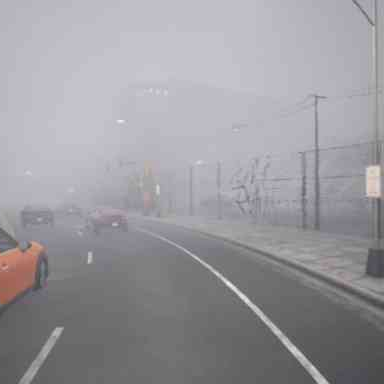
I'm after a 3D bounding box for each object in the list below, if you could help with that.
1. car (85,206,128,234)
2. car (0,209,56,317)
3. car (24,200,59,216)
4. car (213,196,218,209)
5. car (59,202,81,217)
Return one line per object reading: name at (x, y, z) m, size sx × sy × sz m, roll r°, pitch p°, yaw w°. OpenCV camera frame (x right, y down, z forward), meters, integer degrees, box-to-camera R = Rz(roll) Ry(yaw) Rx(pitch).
car at (-5.100, 1.567, 19.718) m, size 1.812 × 1.442 × 4.674 m, roll 0°, pitch 0°, yaw -26°
car at (-4.271, 1.381, 6.146) m, size 2.097 × 1.767 × 4.553 m, roll 0°, pitch 0°, yaw -8°
car at (-10.582, 1.554, 22.635) m, size 1.882 × 1.535 × 5.008 m, roll 0°, pitch 0°, yaw -29°
car at (3.044, 1.259, 42.769) m, size 2.185 × 1.767 × 4.553 m, roll 0°, pitch 0°, yaw -31°
car at (-12.044, 1.655, 32.067) m, size 1.994 × 1.385 × 4.181 m, roll 0°, pitch 0°, yaw -31°
